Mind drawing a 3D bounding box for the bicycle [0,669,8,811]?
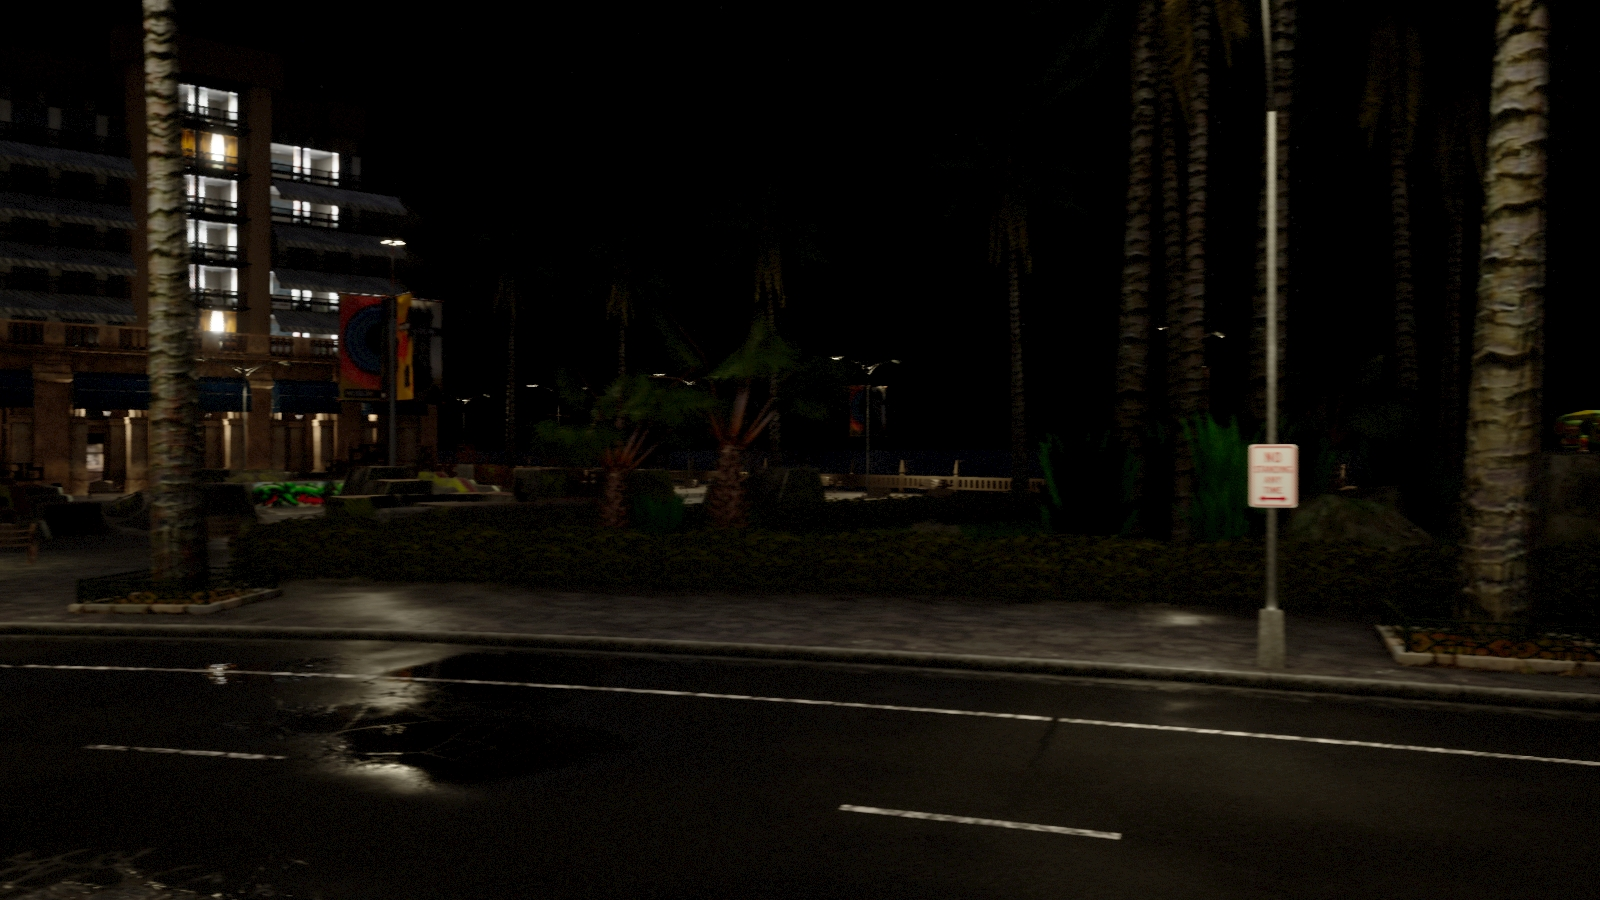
[{"bbox_3d":[-6.983,2.253,8.606,1.487,1.080,0.859,0,0,9],"label":"bicycle"}]
